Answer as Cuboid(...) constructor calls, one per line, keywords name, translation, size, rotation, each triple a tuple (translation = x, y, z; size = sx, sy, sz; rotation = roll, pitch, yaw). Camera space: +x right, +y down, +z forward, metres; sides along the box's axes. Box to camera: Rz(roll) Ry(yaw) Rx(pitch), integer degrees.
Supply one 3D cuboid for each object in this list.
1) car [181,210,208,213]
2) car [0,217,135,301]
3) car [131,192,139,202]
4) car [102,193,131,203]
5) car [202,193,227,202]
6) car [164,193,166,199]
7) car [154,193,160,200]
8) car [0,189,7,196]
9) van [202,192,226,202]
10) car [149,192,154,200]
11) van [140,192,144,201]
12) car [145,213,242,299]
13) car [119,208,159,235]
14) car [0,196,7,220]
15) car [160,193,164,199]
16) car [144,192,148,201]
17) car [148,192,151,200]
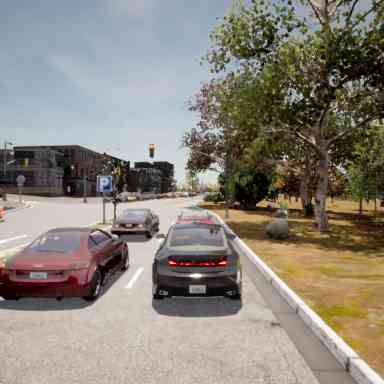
Cuboid(name="car", translation=(0.150, 1.625, 17.716), size=(1.895, 1.301, 4.718), rotation=(0, 0, 0))
Cuboid(name="car", translation=(-2.905, 1.574, 8.400), size=(1.994, 1.385, 4.181), rotation=(0, 0, 1))
Cuboid(name="car", translation=(-13.831, 1.315, 65.759), size=(5.366, 1.575, 1.946), rotation=(-1, 0, -15))
Cuboid(name="car", translation=(-14.475, 1.358, 62.766), size=(4.792, 1.488, 2.163), rotation=(-1, 0, -15))
Cuboid(name="car", translation=(4.634, 1.141, 68.340), size=(4.553, 1.767, 2.185), rotation=(1, 0, -14))
Cuboid(name="car", translation=(-10.625, 1.316, 92.687), size=(5.008, 1.535, 2.097), rotation=(-1, 0, -12))
Cuboid(name="car", translation=(-11.494, 1.357, 86.702), size=(4.674, 1.452, 2.002), rotation=(-1, 0, -12))
Cuboid(name="car", translation=(-31.191, 0.137, 53.626), size=(2.002, 1.452, 4.674), rotation=(6, -3, -19))
Cuboid(name="van", translation=(4.252, 1.043, 65.370), size=(4.442, 1.987, 1.878), rotation=(1, 0, -14))
Cuboid(name="car", translation=(-12.307, 1.359, 80.719), size=(4.674, 1.452, 2.002), rotation=(-1, 0, -13))
Cuboid(name="van", translation=(-13.275, 1.093, 71.751), size=(4.442, 1.987, 1.878), rotation=(-1, 0, -14))
Cuboid(name="car", translation=(0.104, 1.515, 8.447), size=(1.837, 1.490, 4.892), rotation=(0, 0, 0))
Cuboid(name="car", translation=(-2.853, 1.572, 17.619), size=(2.033, 1.411, 5.357), rotation=(0, 0, 1))
Cuboid(name="car", translation=(-16.639, 1.403, 24.959), size=(4.553, 1.767, 2.185), rotation=(-1, 0, -19))
Cuboid(name="car", translation=(-11.046, 1.065, 89.708), size=(5.566, 2.045, 2.435), rotation=(-1, 0, -12))
Cuboid(name="car", translation=(-13.049, 1.321, 74.722), size=(4.892, 1.521, 2.231), rotation=(-1, 0, -14))
Cuboid(name="car", translation=(-12.677, 1.359, 77.718), size=(4.674, 1.452, 2.002), rotation=(-1, 0, -13))
